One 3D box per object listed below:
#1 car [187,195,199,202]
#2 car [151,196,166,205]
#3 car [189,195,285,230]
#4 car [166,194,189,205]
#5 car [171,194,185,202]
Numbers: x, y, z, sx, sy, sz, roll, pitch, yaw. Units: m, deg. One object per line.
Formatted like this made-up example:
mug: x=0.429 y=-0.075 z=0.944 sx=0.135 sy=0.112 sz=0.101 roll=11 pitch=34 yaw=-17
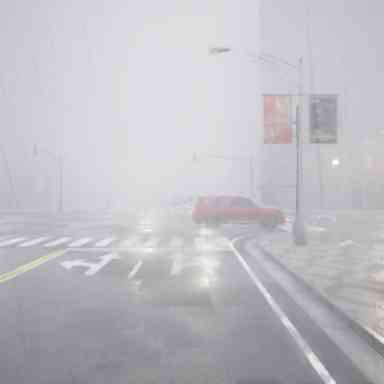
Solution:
car: x=0.285 y=1.368 z=70.476 sx=1.882 sy=1.535 sz=5.008 roll=0 pitch=0 yaw=9
car: x=-5.433 y=1.432 z=55.829 sx=1.812 sy=1.442 sz=4.674 roll=0 pitch=0 yaw=10
car: x=2.729 y=1.215 z=20.165 sx=5.566 sy=2.045 sz=2.150 roll=0 pitch=0 yaw=0
car: x=-2.241 y=1.455 z=55.199 sx=2.033 sy=1.411 sz=5.357 roll=0 pitch=0 yaw=10
car: x=-2.904 y=1.244 z=71.119 sx=2.097 sy=1.767 sz=4.553 roll=0 pitch=0 yaw=9
